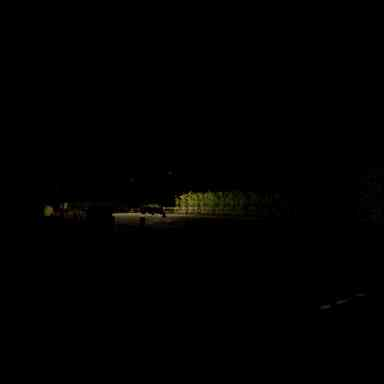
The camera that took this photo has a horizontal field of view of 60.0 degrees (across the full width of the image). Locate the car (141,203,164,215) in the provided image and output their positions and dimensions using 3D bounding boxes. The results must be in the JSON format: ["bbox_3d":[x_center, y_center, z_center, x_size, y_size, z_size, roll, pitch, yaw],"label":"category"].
[{"bbox_3d":[-6.932,3.025,58.344,2.150,2.045,5.566,1,-3,-35],"label":"car"}]
